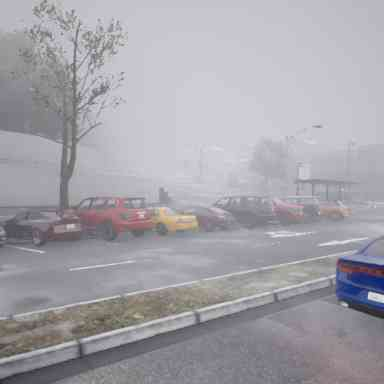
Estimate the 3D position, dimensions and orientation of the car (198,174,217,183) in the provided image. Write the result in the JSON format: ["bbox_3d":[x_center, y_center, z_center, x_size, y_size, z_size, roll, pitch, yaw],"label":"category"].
[{"bbox_3d":[4.575,-3.176,85.526,1.946,1.575,5.366,7,3,34],"label":"car"}]

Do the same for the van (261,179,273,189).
[{"bbox_3d":[16.542,-1.491,68.020,1.878,1.987,4.442,7,4,35],"label":"van"}]

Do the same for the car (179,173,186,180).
[{"bbox_3d":[-0.794,-4.085,92.726,2.185,1.767,4.553,4,1,34],"label":"car"}]

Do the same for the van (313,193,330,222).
[{"bbox_3d":[7.867,1.296,25.564,4.442,1.987,1.878,-1,-1,35],"label":"van"}]

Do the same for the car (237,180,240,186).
[{"bbox_3d":[11.414,-2.043,75.547,2.002,1.452,4.674,7,4,35],"label":"car"}]

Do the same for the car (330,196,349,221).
[{"bbox_3d":[10.278,1.403,27.312,4.553,1.767,2.185,-1,-1,35],"label":"car"}]

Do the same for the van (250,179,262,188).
[{"bbox_3d":[14.815,-1.764,70.493,1.878,1.987,4.442,7,4,35],"label":"van"}]

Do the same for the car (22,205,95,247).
[{"bbox_3d":[-6.992,1.524,15.244,4.792,1.488,2.163,-1,-1,35],"label":"car"}]

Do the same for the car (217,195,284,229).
[{"bbox_3d":[2.813,1.262,22.193,5.566,2.045,2.435,-1,-1,35],"label":"car"}]

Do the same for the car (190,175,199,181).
[{"bbox_3d":[2.726,-3.698,87.786,2.435,2.045,5.566,7,3,34],"label":"car"}]

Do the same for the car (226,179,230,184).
[{"bbox_3d":[9.674,-2.317,78.011,2.002,1.452,4.674,7,3,35],"label":"car"}]

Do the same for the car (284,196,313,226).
[{"bbox_3d":[5.327,1.267,23.896,5.566,2.045,2.435,-1,-1,35],"label":"car"}]

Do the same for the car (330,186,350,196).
[{"bbox_3d":[25.193,0.137,55.792,2.002,1.452,4.674,7,3,35],"label":"car"}]

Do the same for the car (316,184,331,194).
[{"bbox_3d":[23.504,-0.426,58.266,2.435,2.045,5.566,7,3,35],"label":"car"}]

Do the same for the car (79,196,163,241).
[{"bbox_3d":[-4.545,1.247,16.987,5.566,2.045,2.435,-1,-1,35],"label":"car"}]

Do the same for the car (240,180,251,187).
[{"bbox_3d":[13.243,-1.812,73.225,1.946,1.575,5.366,7,3,35],"label":"car"}]

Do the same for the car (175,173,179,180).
[{"bbox_3d":[-2.564,-4.362,95.075,2.435,2.045,5.566,1,-1,34],"label":"car"}]

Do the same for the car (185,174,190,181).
[{"bbox_3d":[0.933,-3.850,90.254,2.185,1.767,4.553,6,3,34],"label":"car"}]

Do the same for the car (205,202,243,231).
[{"bbox_3d":[0.384,1.548,20.438,4.674,1.452,2.002,-1,-1,35],"label":"car"}]

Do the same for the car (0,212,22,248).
[{"bbox_3d":[-9.413,1.493,13.499,4.892,1.521,2.231,-1,-1,35],"label":"car"}]

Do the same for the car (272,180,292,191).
[{"bbox_3d":[18.300,-0.992,65.656,2.231,1.521,4.892,7,3,35],"label":"car"}]

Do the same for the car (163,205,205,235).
[{"bbox_3d":[-2.224,1.502,18.812,5.366,1.575,1.946,-1,-1,35],"label":"car"}]

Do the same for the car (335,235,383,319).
[{"bbox_3d":[4.884,1.487,6.602,5.008,1.535,1.882,0,0,-35],"label":"car"}]
